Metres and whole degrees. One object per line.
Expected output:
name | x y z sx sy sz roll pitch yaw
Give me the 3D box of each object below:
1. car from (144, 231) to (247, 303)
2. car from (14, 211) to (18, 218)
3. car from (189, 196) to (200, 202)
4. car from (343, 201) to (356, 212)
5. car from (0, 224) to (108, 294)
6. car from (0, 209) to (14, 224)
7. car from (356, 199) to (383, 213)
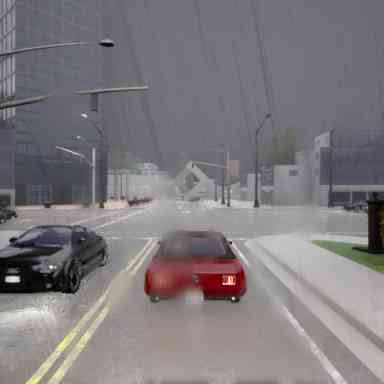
car | 0.072 1.601 8.177 1.895 1.301 4.718 0 0 0
car | -16.974 1.661 26.583 5.357 1.411 2.033 -1 0 0
car | 0.678 1.540 77.376 2.033 1.411 5.357 0 0 12
car | 19.380 1.520 37.573 4.181 1.385 1.994 0 0 -1
car | -3.580 1.564 8.653 1.994 1.385 4.181 0 0 0
car | -15.353 1.447 23.093 4.553 1.767 2.097 -1 0 0
car | 19.883 1.480 34.078 4.674 1.442 1.812 0 0 0
